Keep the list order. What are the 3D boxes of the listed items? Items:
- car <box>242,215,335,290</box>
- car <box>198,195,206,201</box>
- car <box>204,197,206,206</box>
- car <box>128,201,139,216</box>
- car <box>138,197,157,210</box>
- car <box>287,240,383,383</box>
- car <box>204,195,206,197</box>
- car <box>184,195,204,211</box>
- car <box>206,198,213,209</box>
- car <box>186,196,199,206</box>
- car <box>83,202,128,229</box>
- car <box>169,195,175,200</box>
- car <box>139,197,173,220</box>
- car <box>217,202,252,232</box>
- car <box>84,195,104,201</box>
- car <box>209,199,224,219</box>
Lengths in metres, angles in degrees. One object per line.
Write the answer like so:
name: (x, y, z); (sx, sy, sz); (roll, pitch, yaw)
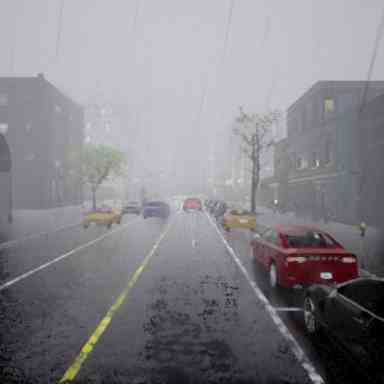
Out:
car: (2.704, 1.549, 8.939); (1.887, 1.381, 4.507); (1, 0, 0)
car: (2.803, 1.522, 91.416); (1.967, 1.590, 4.097); (0, 0, 0)
car: (2.824, 1.610, 44.943); (1.802, 1.307, 4.206); (0, 0, 0)
car: (-5.808, 1.569, 33.023); (2.008, 1.369, 4.403); (1, 0, 0)
car: (-5.815, 1.467, 43.842); (1.967, 1.590, 4.097); (0, 0, 0)
car: (2.697, 1.568, 3.713); (1.947, 1.339, 4.313); (1, 0, 0)
car: (2.823, 1.581, 53.945); (1.887, 1.381, 4.507); (0, 0, 0)
car: (0.098, 1.377, 41.964); (2.097, 1.767, 4.553); (0, 0, 0)
car: (2.824, 1.587, 35.942); (1.947, 1.339, 4.313); (0, 0, 0)
car: (0.096, 1.530, 56.500); (2.128, 1.511, 4.902); (0, 0, 0)
car: (-5.754, 1.536, 21.788); (1.752, 1.417, 4.829); (1, 0, 0)
car: (-5.781, 1.628, 92.637); (1.887, 1.381, 4.507); (0, 0, 0)
car: (-3.009, 1.494, 28.644); (1.882, 1.535, 5.008); (0, 0, 0)
car: (2.757, 1.535, 20.176); (1.752, 1.417, 4.829); (0, 0, 0)
car: (-20.001, 1.211, 67.280); (4.507, 1.381, 1.887); (1, -2, -1)
car: (2.796, 1.566, 28.397); (2.008, 1.369, 4.403); (0, 0, 0)
